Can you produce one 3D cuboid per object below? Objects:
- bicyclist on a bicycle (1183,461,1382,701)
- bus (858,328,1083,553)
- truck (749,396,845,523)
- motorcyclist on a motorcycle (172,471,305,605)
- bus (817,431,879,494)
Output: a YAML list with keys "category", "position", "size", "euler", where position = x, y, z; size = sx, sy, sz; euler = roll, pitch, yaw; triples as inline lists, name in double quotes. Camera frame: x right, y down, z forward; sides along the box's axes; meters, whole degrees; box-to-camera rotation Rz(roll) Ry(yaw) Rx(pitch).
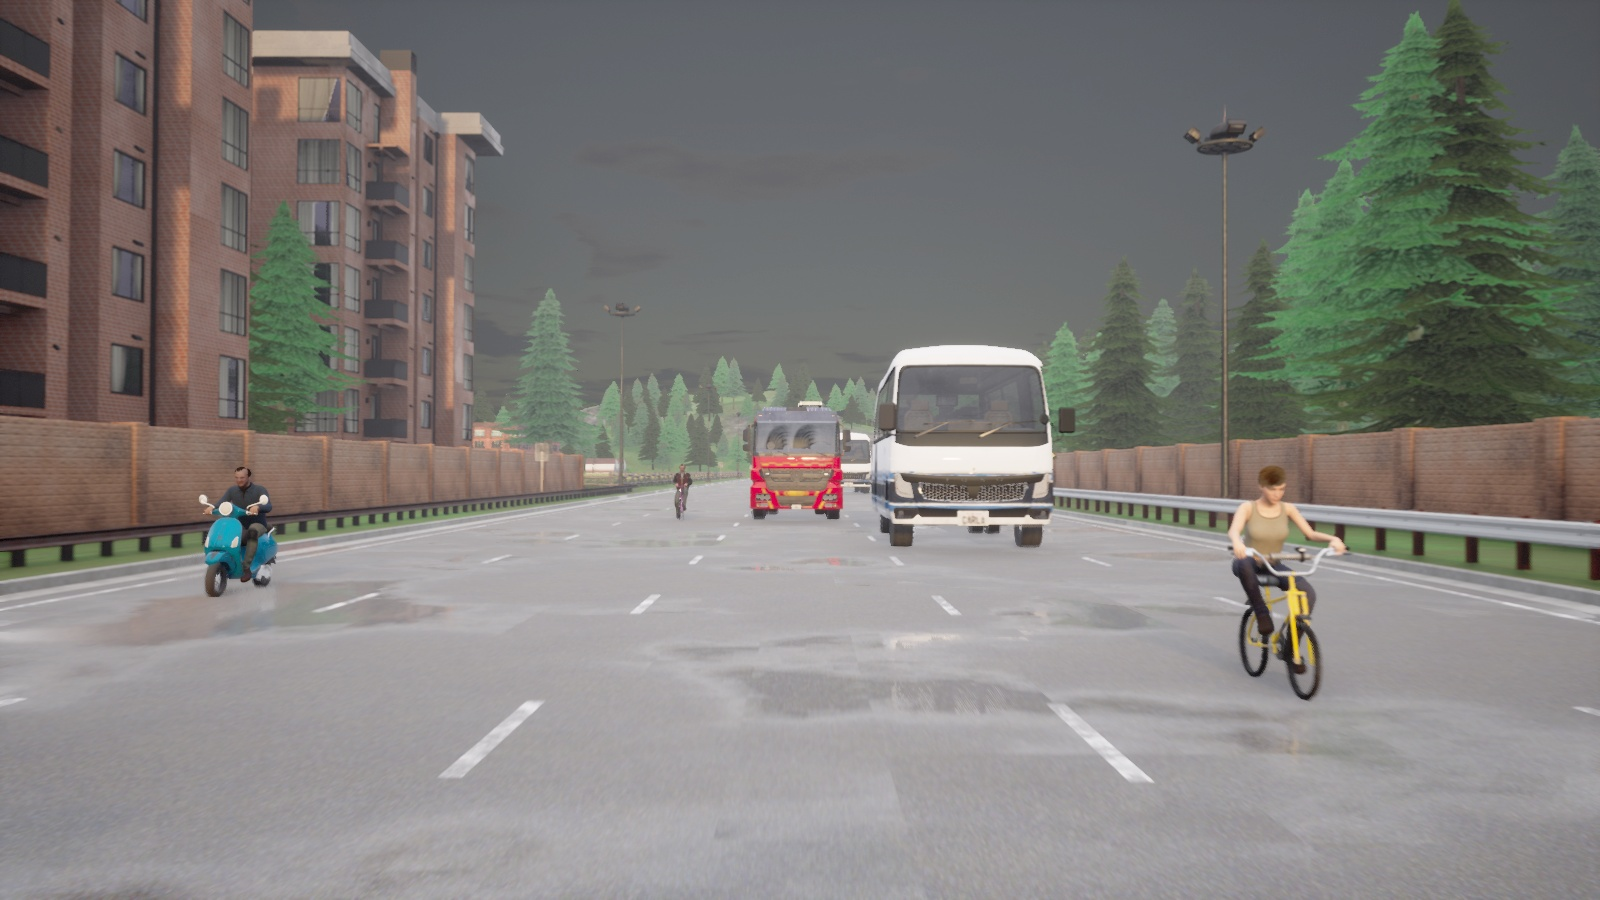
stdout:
- category: "bicyclist on a bicycle"
  position: [3.477, 0.891, 9.207]
  size: [0.866, 1.612, 1.509]
  euler: [0, -1, 0]
- category: "bus"
  position: [3.470, -0.091, 29.013]
  size: [3.944, 4.253, 10.273]
  euler: [0, -1, 1]
- category: "truck"
  position: [-0.108, 0.360, 42.443]
  size: [2.891, 3.827, 8.468]
  euler: [0, -1, 0]
- category: "motorcyclist on a motorcycle"
  position: [-7.039, 1.061, 15.854]
  size: [0.866, 1.590, 1.817]
  euler: [0, -1, 0]
- category: "bus"
  position: [3.278, 0.917, 89.267]
  size: [3.944, 4.253, 10.273]
  euler: [0, -1, 0]
